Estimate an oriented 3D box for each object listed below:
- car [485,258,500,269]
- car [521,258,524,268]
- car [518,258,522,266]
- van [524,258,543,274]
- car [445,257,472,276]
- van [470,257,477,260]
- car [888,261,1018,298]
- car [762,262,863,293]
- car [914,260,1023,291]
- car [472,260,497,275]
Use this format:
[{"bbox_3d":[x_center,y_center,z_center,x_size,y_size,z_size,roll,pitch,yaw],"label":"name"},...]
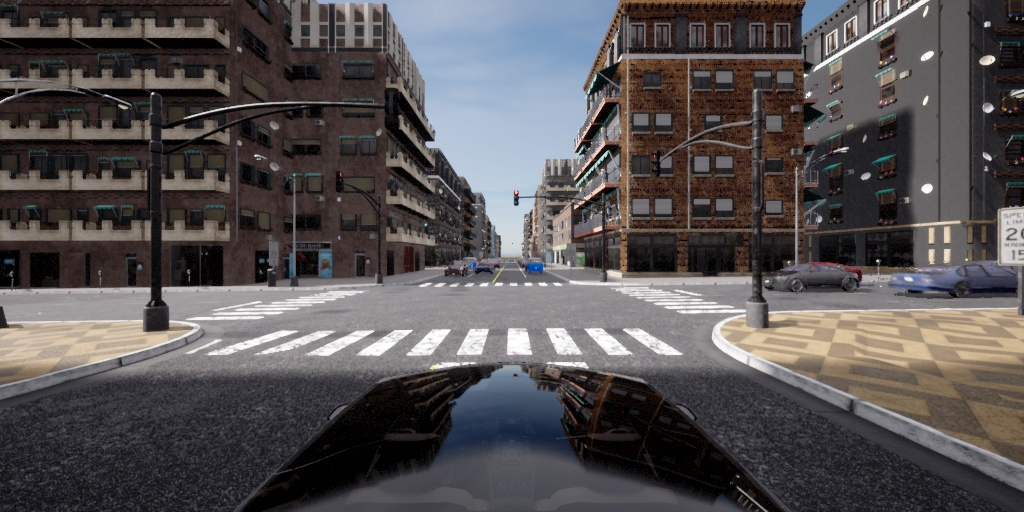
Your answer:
[{"bbox_3d":[-2.941,1.212,57.646,1.882,1.535,5.008,0,0,0],"label":"car"},{"bbox_3d":[2.565,1.283,47.038,1.888,1.381,4.507,0,0,0],"label":"car"},{"bbox_3d":[2.450,1.300,58.200,1.948,1.339,4.313,0,0,0],"label":"car"},{"bbox_3d":[2.614,1.081,40.834,1.690,1.789,3.998,0,0,0],"label":"van"},{"bbox_3d":[-5.515,1.182,35.857,1.967,1.591,4.097,0,0,0],"label":"car"},{"bbox_3d":[-5.504,1.079,47.021,1.690,1.789,3.998,0,0,0],"label":"van"},{"bbox_3d":[19.613,1.009,15.473,5.357,1.411,2.033,-1,0,0],"label":"car"},{"bbox_3d":[15.026,1.088,18.310,4.181,1.385,1.994,-1,0,0],"label":"car"},{"bbox_3d":[24.394,0.943,18.336,5.357,1.411,2.033,-1,0,0],"label":"car"},{"bbox_3d":[-2.926,1.342,38.516,1.895,1.301,4.718,0,0,0],"label":"car"}]
